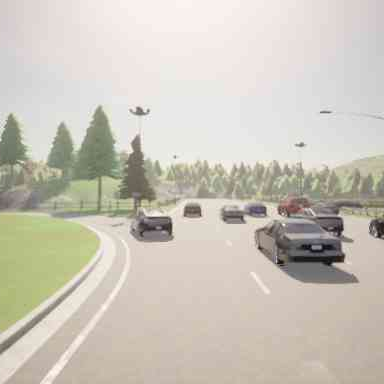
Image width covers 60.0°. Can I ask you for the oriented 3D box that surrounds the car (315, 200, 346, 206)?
[{"bbox_3d":[14.091,1.851,35.829,2.128,1.511,4.902,0,-1,0],"label":"car"}]

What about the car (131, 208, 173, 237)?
[{"bbox_3d":[-2.482,1.691,19.736,2.128,1.511,4.902,0,-1,-18],"label":"car"}]

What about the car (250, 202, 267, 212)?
[{"bbox_3d":[7.093,1.854,37.473,1.882,1.535,5.008,0,-1,0],"label":"car"}]

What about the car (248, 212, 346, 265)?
[{"bbox_3d":[3.598,1.670,12.104,2.033,1.411,5.357,0,-1,0],"label":"car"}]

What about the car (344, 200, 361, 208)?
[{"bbox_3d":[22.393,1.974,49.520,1.882,1.535,5.008,0,-1,-44],"label":"car"}]

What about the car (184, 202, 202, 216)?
[{"bbox_3d":[0.091,1.855,37.467,1.882,1.535,5.008,0,-1,0],"label":"car"}]

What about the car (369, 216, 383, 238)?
[{"bbox_3d":[10.597,1.513,16.055,2.097,1.767,4.553,0,-1,0],"label":"car"}]

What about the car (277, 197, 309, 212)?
[{"bbox_3d":[10.594,1.573,35.007,2.150,2.045,5.566,0,-1,0],"label":"car"}]

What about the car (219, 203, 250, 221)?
[{"bbox_3d":[3.593,1.854,30.479,2.033,1.411,5.357,0,-1,0],"label":"car"}]

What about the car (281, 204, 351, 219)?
[{"bbox_3d":[7.096,1.687,19.453,2.128,1.511,4.902,0,-1,0],"label":"car"}]
